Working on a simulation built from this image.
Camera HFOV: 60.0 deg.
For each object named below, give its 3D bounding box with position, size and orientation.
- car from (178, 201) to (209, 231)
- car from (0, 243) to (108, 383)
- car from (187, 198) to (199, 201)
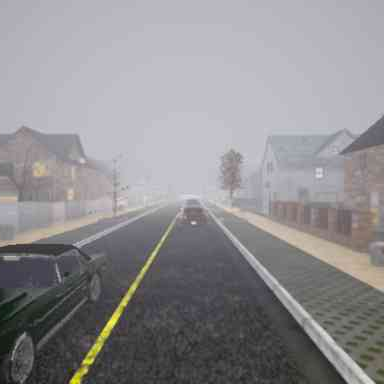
[{"bbox_3d":[0.095,1.546,20.717,1.812,1.442,4.674,0,0,0],"label":"car"},{"bbox_3d":[-2.852,1.603,5.385,1.895,1.301,4.718,0,0,0],"label":"car"},{"bbox_3d":[0.089,1.540,41.221,1.882,1.535,5.008,0,0,0],"label":"car"}]
